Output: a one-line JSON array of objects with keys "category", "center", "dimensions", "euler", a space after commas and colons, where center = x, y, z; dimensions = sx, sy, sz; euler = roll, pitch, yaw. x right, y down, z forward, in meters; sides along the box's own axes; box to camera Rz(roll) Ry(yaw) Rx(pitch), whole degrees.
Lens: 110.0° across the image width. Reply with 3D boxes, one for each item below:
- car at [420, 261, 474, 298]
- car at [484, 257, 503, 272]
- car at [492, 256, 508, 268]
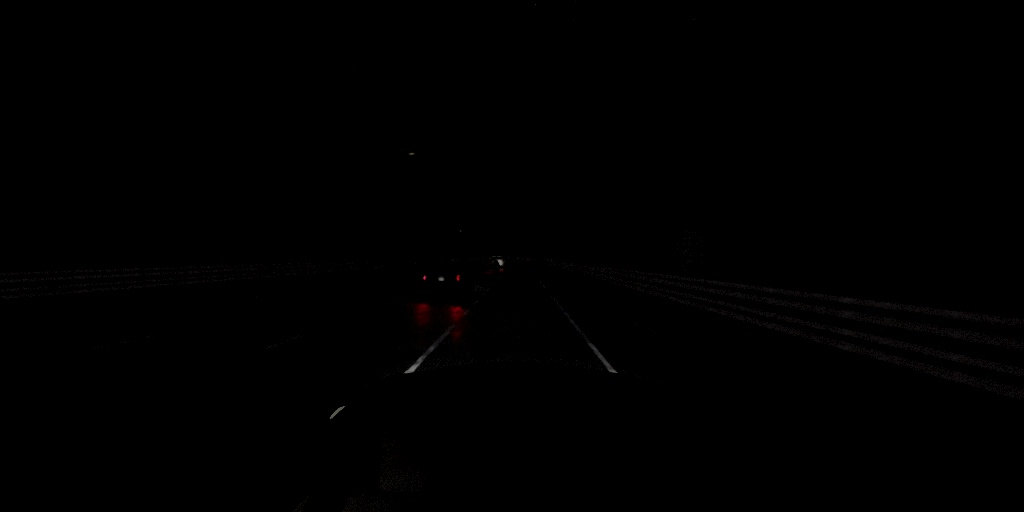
[{"category": "car", "center": [-3.234, 1.086, 18.701], "dimensions": [2.097, 1.767, 4.553], "euler": [0, 0, 1]}, {"category": "car", "center": [-2.605, 1.226, 47.656], "dimensions": [1.882, 1.535, 5.008], "euler": [0, 0, 1]}, {"category": "car", "center": [-2.344, 0.979, 58.708], "dimensions": [2.150, 2.045, 5.566], "euler": [0, 0, 2]}]
